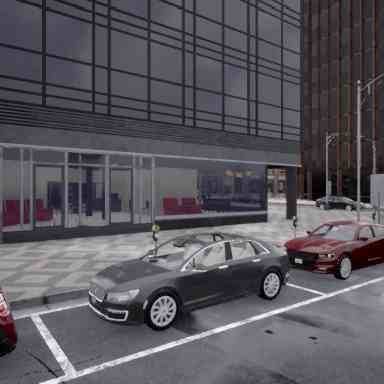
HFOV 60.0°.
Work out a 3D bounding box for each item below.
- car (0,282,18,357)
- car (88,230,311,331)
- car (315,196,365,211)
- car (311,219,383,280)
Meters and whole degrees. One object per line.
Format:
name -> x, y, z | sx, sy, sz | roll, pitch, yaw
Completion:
car -> -4.284, 1.440, 3.593 | 4.097, 1.590, 1.967 | 0, 0, -36
car -> 0.155, 1.551, 6.767 | 4.403, 1.369, 2.008 | 0, 0, -36
car -> 15.011, 1.160, 33.833 | 1.837, 1.490, 4.892 | 0, 1, -36
car -> 4.594, 1.545, 9.940 | 4.507, 1.381, 1.887 | 0, 0, -36
